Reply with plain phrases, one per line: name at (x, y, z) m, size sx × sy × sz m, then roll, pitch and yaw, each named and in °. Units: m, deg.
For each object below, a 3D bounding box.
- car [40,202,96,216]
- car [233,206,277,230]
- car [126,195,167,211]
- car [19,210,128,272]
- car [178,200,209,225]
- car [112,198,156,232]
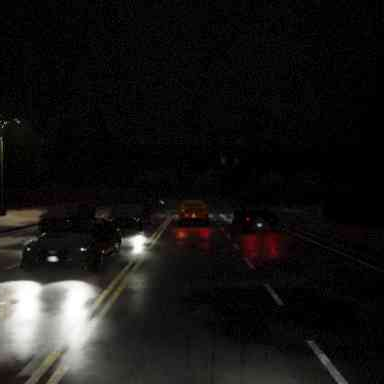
car at (-7.012, 1.342, 19.144) m, size 1.882 × 1.535 × 5.008 m, roll 0°, pitch 0°, yaw 0°
car at (3.600, 1.459, 19.891) m, size 1.895 × 1.301 × 4.718 m, roll 0°, pitch 0°, yaw 0°
car at (-4.888, 1.059, 34.263) m, size 4.553 × 1.767 × 2.097 m, roll 0°, pitch 0°, yaw 0°
car at (-3.509, 1.490, 10.397) m, size 1.994 × 1.385 × 4.181 m, roll 0°, pitch 0°, yaw 0°
car at (0.099, 1.316, 22.770) m, size 1.882 × 1.535 × 5.008 m, roll 0°, pitch 0°, yaw 0°
car at (-3.510, 1.339, 19.473) m, size 1.882 × 1.535 × 5.008 m, roll 0°, pitch 1°, yaw 0°
